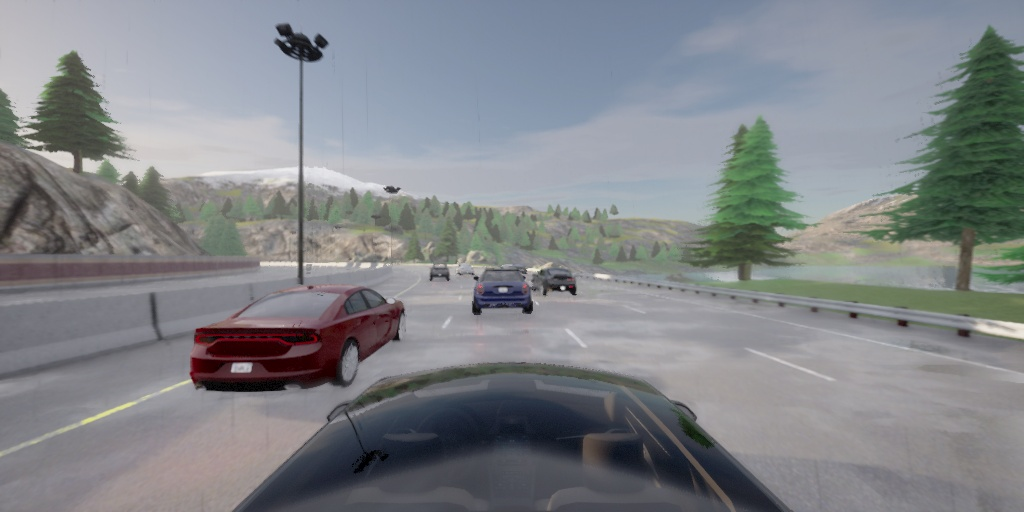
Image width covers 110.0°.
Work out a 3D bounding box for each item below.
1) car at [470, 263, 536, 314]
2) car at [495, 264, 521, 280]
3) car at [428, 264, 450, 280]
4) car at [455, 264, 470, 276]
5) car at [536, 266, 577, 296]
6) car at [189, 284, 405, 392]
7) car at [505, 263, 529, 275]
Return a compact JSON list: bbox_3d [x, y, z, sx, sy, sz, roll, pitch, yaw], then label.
[{"bbox_3d":[-0.489,1.221,14.547,2.097,1.767,4.553,0,-1,-5],"label":"car"},{"bbox_3d":[-0.491,1.603,37.108,1.812,1.442,4.674,0,0,-12],"label":"car"},{"bbox_3d":[-7.234,1.572,35.686,2.128,1.511,4.902,0,0,-13],"label":"car"},{"bbox_3d":[-5.905,1.684,44.592,1.812,1.442,4.674,0,-1,-16],"label":"car"},{"bbox_3d":[2.362,1.426,20.827,1.837,1.490,4.892,0,0,-6],"label":"car"},{"bbox_3d":[-3.523,1.284,7.030,1.882,1.535,5.008,0,0,-2],"label":"car"},{"bbox_3d":[0.622,1.690,46.816,1.812,1.442,4.674,0,0,-16],"label":"car"}]
